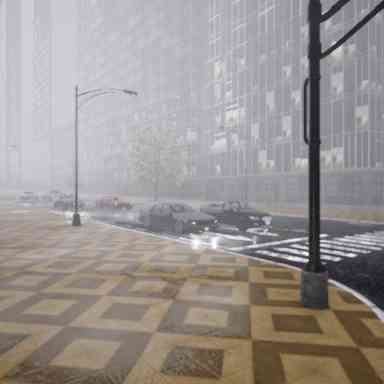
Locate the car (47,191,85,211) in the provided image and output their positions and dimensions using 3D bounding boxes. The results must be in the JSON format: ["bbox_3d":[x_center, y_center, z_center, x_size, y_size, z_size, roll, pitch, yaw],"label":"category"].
[{"bbox_3d":[-11.622,0.919,31.340,2.128,1.511,4.902,0,1,-38],"label":"car"}]

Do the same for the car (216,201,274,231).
[{"bbox_3d":[2.343,1.255,18.795,2.128,1.511,4.902,0,1,-38],"label":"car"}]

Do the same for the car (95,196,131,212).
[{"bbox_3d":[-7.352,1.077,31.150,1.895,1.301,4.718,0,1,-38],"label":"car"}]

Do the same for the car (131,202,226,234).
[{"bbox_3d":[-0.940,1.293,17.711,2.033,1.411,5.357,0,1,-38],"label":"car"}]

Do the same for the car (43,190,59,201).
[{"bbox_3d":[-19.485,0.492,46.837,2.097,1.767,4.553,0,1,-38],"label":"car"}]

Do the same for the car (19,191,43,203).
[{"bbox_3d":[-22.029,0.558,44.815,1.812,1.442,4.674,0,1,-38],"label":"car"}]
